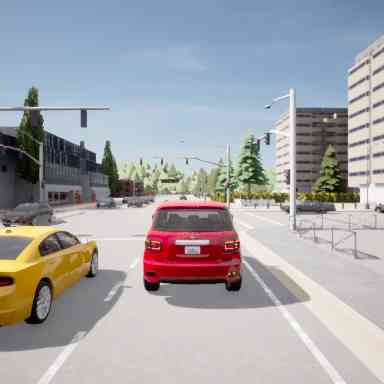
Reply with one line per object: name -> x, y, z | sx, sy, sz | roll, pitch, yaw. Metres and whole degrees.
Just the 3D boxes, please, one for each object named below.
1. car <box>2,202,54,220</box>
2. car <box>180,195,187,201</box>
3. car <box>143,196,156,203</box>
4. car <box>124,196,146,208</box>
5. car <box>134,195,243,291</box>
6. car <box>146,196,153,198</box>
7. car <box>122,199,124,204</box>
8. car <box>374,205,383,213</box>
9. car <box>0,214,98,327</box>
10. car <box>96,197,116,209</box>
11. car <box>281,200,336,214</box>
car -> -10.986, 1.505, 22.672 | 1.837, 1.490, 4.892 | 0, 0, -2
car -> -2.338, 1.524, 87.216 | 1.812, 1.442, 4.674 | 0, 0, -2
car -> -8.864, 1.540, 69.877 | 2.033, 1.411, 5.357 | 0, 0, -2
car -> -8.391, 1.505, 49.302 | 1.837, 1.490, 4.892 | 0, 0, -2
car -> 0.016, 1.221, 9.135 | 2.150, 2.045, 5.566 | 0, 0, 0
car -> -8.649, 1.491, 59.513 | 2.128, 1.511, 4.902 | 0, 0, -1
car -> -12.233, 1.548, 64.256 | 2.033, 1.411, 5.357 | 0, 0, -1
car -> 22.166, 1.547, 34.908 | 5.357, 1.411, 2.033 | 0, 0, -2
car -> -3.478, 1.478, 7.147 | 1.882, 1.535, 5.008 | 0, 0, 0
car -> -11.794, 1.491, 45.881 | 2.128, 1.511, 4.902 | 0, 0, -2
car -> 12.083, 1.547, 34.603 | 5.357, 1.411, 2.033 | 0, 0, -2
